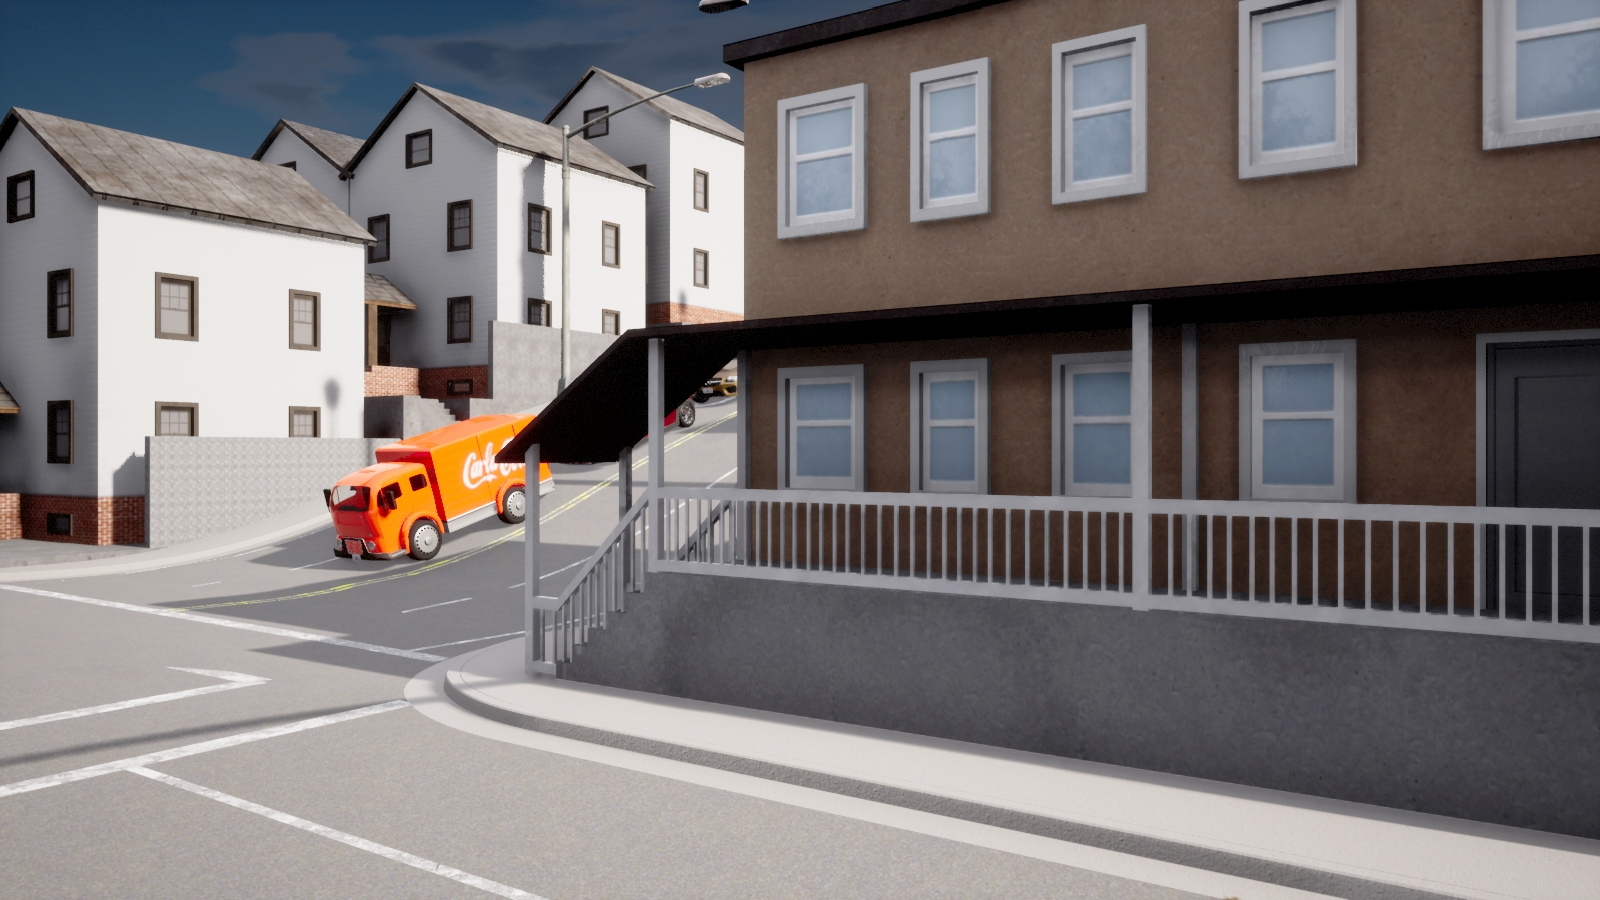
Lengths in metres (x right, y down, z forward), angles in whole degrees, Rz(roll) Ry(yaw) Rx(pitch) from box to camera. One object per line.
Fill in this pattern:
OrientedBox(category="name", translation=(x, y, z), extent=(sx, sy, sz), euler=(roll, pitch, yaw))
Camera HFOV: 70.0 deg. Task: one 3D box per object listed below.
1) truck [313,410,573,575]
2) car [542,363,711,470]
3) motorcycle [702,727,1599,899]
OrientedBox(category="truck", translation=(-8.532, 0.881, 27.907), extent=(2.627, 2.467, 5.204), euler=(0, 16, 34))
OrientedBox(category="car", translation=(-4.941, -1.040, 33.205), extent=(2.097, 1.767, 4.553), euler=(0, 19, 34))
OrientedBox(category="motorcycle", translation=(0.881, 1.906, 3.173), extent=(2.356, 1.802, 0.764), euler=(0, 0, 35))
